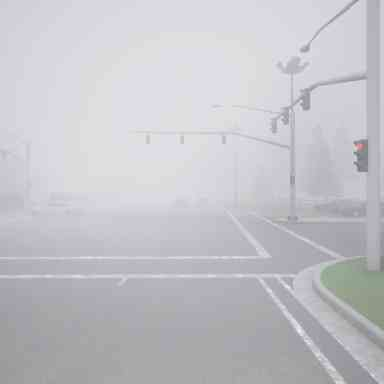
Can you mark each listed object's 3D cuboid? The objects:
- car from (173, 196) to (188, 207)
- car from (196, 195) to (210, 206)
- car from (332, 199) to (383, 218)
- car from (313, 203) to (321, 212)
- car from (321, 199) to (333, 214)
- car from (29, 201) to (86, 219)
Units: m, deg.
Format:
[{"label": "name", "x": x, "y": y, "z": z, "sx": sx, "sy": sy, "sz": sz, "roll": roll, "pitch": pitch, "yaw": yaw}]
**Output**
[{"label": "car", "x": -1.710, "y": 1.351, "z": 50.895, "sx": 2.097, "sy": 1.767, "sz": 4.553, "roll": 0, "pitch": 0, "yaw": 0}, {"label": "car", "x": 1.761, "y": 1.506, "z": 53.763, "sx": 1.837, "sy": 1.490, "sz": 4.892, "roll": 0, "pitch": 0, "yaw": 1}, {"label": "car", "x": 15.374, "y": 1.505, "z": 29.175, "sx": 4.892, "sy": 1.490, "sz": 1.837, "roll": 0, "pitch": 0, "yaw": -1}, {"label": "car", "x": 15.797, "y": 1.478, "z": 36.181, "sx": 5.008, "sy": 1.535, "sz": 1.882, "roll": 0, "pitch": 0, "yaw": -1}, {"label": "car", "x": 15.635, "y": 1.601, "z": 32.678, "sx": 4.718, "sy": 1.301, "sz": 1.895, "roll": 0, "pitch": 0, "yaw": -1}, {"label": "car", "x": -11.636, "y": 1.526, "z": 28.876, "sx": 4.674, "sy": 1.442, "sz": 1.812, "roll": 0, "pitch": 0, "yaw": -1}]
